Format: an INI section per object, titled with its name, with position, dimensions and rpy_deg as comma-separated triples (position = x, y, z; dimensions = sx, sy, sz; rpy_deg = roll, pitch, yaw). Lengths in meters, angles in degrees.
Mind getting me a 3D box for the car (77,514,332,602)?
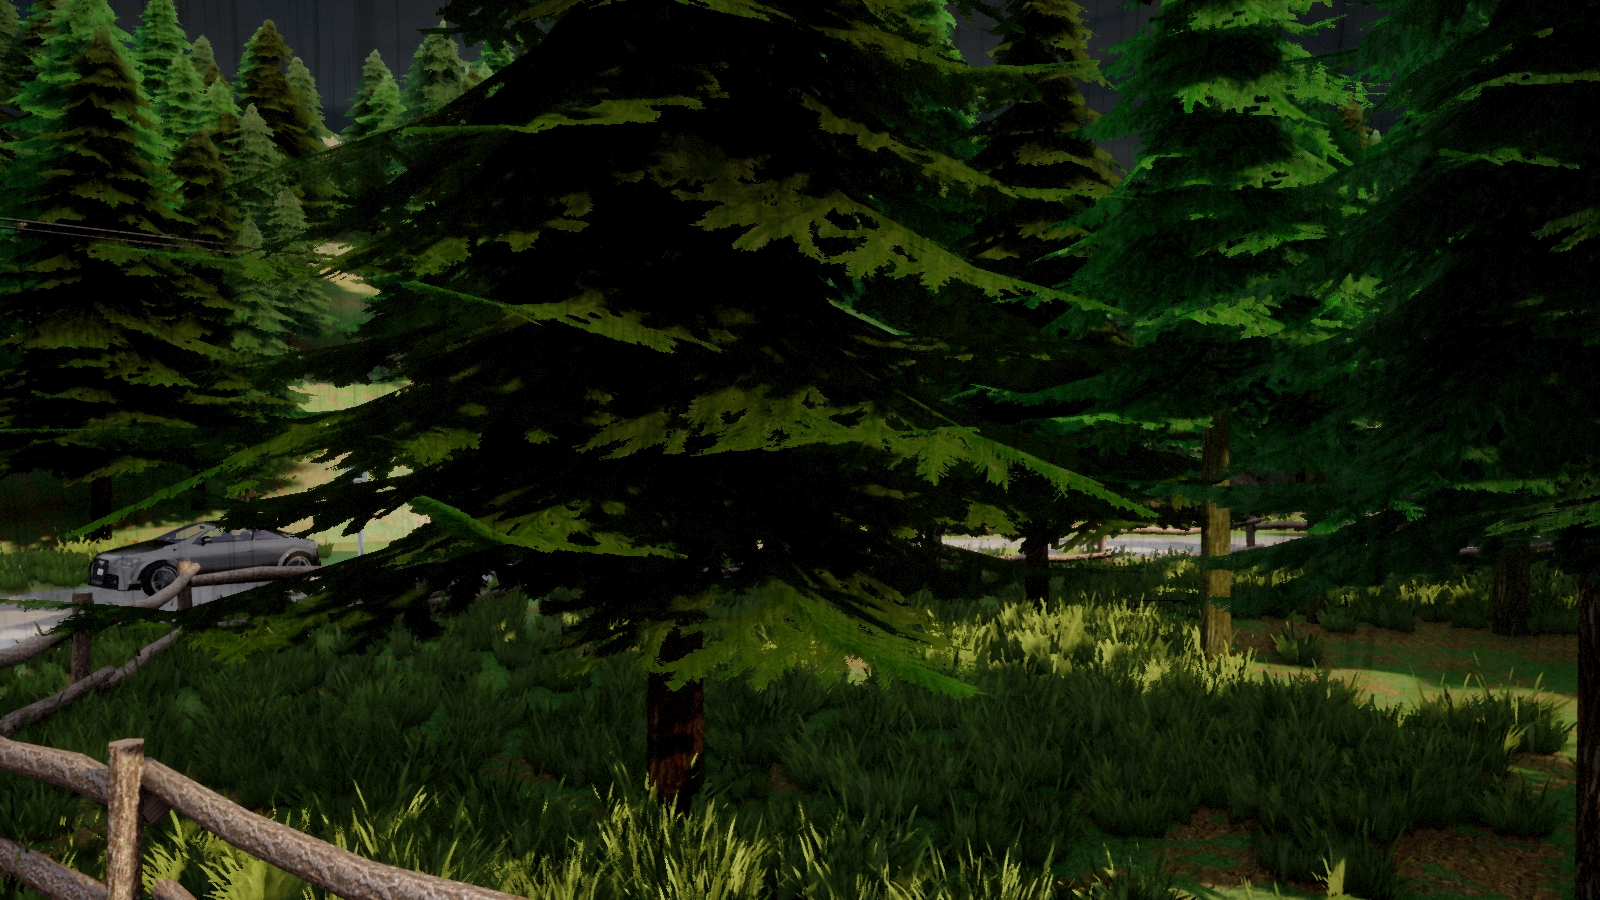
[car]
position = -12.055, 2.119, 23.321
dimensions = 1.994, 1.385, 4.181
rpy_deg = 0, 0, 41
